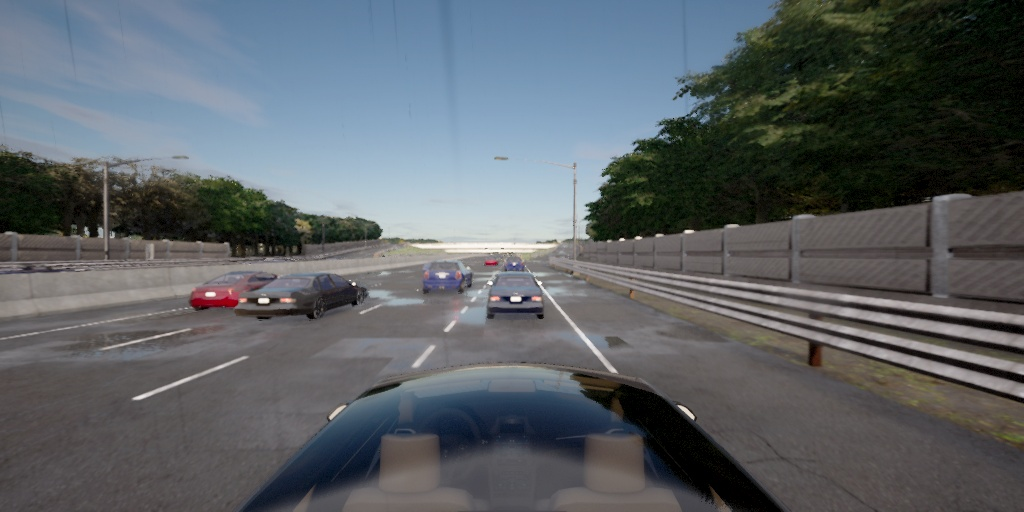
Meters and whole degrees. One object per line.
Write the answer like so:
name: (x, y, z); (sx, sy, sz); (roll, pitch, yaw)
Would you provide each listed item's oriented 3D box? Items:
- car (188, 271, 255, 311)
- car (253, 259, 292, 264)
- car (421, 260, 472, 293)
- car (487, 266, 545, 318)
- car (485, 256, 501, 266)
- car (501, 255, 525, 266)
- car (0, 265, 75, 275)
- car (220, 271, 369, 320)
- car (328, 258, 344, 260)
car: (-10.377, 1.276, 14.359); (1.994, 1.385, 4.181); (0, 0, 0)
car: (-24.422, 1.021, 37.589); (1.994, 1.385, 4.181); (0, 1, 1)
car: (-3.459, 1.015, 19.965); (2.097, 1.767, 4.553); (0, 1, 0)
car: (0.117, 1.270, 12.827); (2.033, 1.411, 5.357); (0, 0, 0)
car: (-3.186, 0.799, 56.370); (1.994, 1.385, 4.181); (0, 1, 1)
car: (0.248, 0.804, 37.804); (2.097, 1.767, 4.553); (0, 1, 0)
car: (-31.545, 1.230, 22.836); (1.895, 1.301, 4.718); (0, 1, 0)
car: (-6.883, 1.272, 12.459); (2.033, 1.411, 5.357); (0, 0, 0)
car: (-20.858, 0.953, 41.892); (2.033, 1.411, 5.357); (0, 1, 1)
